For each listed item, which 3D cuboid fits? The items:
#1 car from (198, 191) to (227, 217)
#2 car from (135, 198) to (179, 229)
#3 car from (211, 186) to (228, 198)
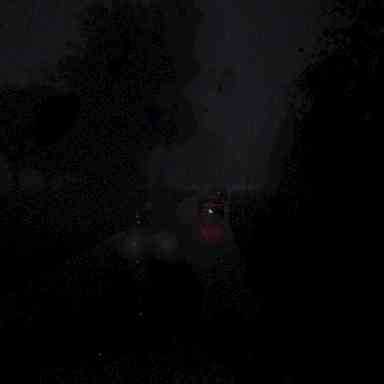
[{"bbox_3d":[1.497,0.983,25.068,1.837,1.490,4.892,0,2,5],"label":"car"},{"bbox_3d":[-1.917,1.133,19.375,1.882,1.535,5.008,2,2,5],"label":"car"},{"bbox_3d":[3.410,0.005,41.728,2.097,1.767,4.553,0,3,7],"label":"car"}]
